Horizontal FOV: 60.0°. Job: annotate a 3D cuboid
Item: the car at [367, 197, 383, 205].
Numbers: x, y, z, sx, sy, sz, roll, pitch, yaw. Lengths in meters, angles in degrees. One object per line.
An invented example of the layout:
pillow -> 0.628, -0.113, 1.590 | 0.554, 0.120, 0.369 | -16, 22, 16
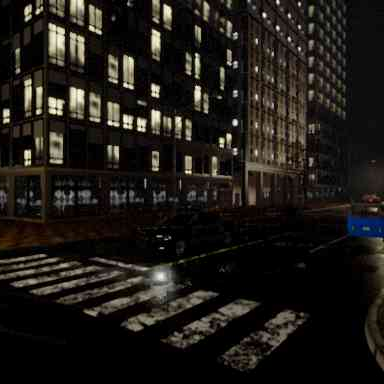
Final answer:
car -> 34.557, 1.613, 62.629 | 2.008, 1.369, 4.403 | 0, 0, 38

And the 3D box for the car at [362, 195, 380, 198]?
car -> 31.165, 1.369, 58.221 | 2.192, 1.841, 5.009 | 0, 0, 38

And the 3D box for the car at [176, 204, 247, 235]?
car -> 1.306, 1.526, 19.631 | 1.752, 1.417, 4.829 | 0, 0, 38

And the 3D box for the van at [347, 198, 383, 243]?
van -> 8.697, 1.364, 15.918 | 1.690, 1.788, 3.998 | 0, 0, 38

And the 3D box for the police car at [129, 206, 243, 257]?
police car -> -0.222, 1.429, 13.231 | 1.930, 1.638, 5.238 | 0, 0, 38

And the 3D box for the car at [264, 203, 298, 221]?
car -> 7.413, 1.590, 27.354 | 1.802, 1.307, 4.206 | 0, 0, 38

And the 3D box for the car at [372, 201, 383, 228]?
car -> 13.658, 1.469, 22.548 | 1.967, 1.590, 4.097 | 0, 0, 38
